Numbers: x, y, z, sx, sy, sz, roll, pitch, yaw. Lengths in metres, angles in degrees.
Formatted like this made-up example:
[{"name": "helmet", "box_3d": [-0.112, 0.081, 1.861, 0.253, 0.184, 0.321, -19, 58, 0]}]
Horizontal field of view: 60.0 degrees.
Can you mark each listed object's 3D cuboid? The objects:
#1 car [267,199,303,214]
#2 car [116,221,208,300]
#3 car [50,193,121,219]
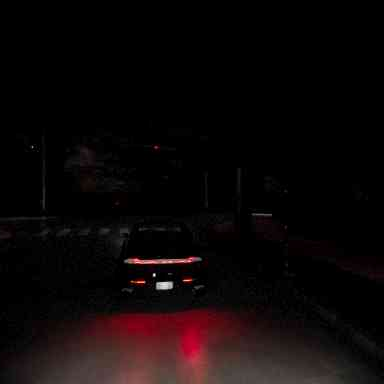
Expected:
[{"name": "car", "box_3d": [9.448, 1.368, 31.534, 4.674, 1.442, 1.812, 0, 0, -13]}, {"name": "car", "box_3d": [-0.841, 1.492, 8.461, 2.128, 1.511, 4.902, 0, 0, -8]}, {"name": "car", "box_3d": [-8.695, 1.079, 27.540, 5.566, 2.045, 2.150, 0, 1, -12]}]
